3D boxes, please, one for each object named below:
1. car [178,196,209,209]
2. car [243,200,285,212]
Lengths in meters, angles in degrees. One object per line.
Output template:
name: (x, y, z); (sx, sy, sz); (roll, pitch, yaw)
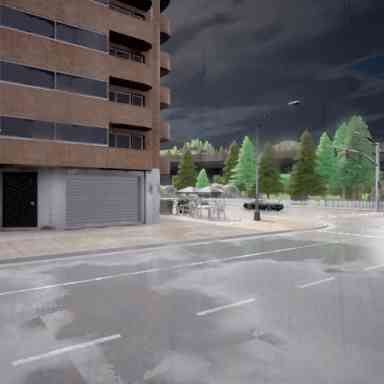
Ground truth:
car: (0.225, 1.297, 41.931); (2.097, 1.767, 4.553); (0, 0, -39)
car: (8.022, 1.545, 37.397); (1.895, 1.301, 4.718); (0, 0, -36)
